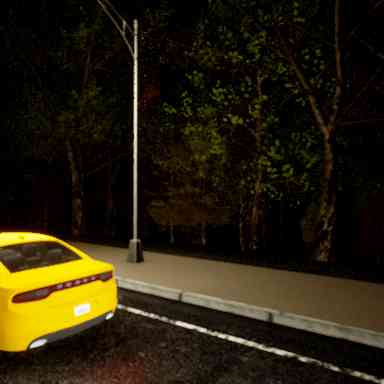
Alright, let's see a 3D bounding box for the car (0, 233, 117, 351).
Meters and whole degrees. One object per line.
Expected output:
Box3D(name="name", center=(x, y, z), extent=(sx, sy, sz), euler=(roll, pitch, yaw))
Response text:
Box3D(name="car", center=(-3.551, 1.503, 6.096), extent=(5.008, 1.535, 1.882), euler=(0, 0, 36))
